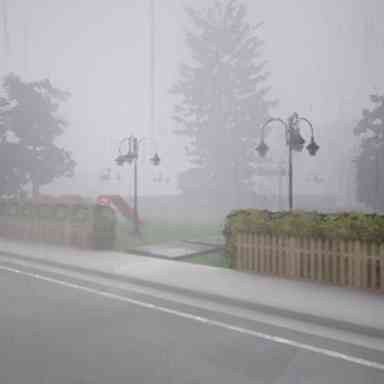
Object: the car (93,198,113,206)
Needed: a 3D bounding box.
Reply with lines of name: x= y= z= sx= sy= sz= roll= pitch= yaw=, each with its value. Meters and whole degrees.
car: x=-15.525 y=1.708 z=56.751 sx=1.812 sy=1.442 sz=4.674 roll=0 pitch=0 yaw=36
